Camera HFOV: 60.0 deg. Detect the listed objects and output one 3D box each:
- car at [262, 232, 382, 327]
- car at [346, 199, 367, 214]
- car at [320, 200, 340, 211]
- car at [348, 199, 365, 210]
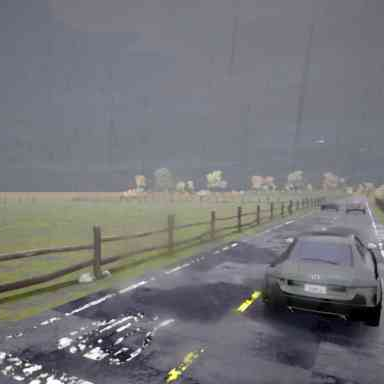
[{"bbox_3d":[2.944,1.560,7.248,1.994,1.385,4.181,0,0,27],"label":"car"},{"bbox_3d":[17.433,1.531,35.337,2.033,1.411,5.357,0,0,27],"label":"car"},{"bbox_3d":[16.565,1.581,39.790,1.895,1.301,4.718,0,0,27],"label":"car"},{"bbox_3d":[21.909,1.583,44.175,1.895,1.301,4.718,0,0,27],"label":"car"}]
